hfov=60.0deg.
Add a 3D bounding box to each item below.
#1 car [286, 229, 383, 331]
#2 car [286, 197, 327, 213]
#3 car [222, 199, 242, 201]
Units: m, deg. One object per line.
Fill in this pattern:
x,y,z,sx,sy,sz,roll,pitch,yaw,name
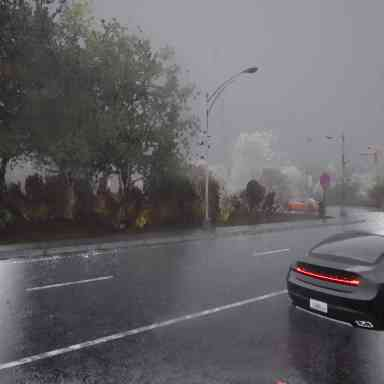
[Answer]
3.923,1.505,6.537,4.892,1.490,1.837,0,0,-35,car
12.594,1.352,36.887,2.097,1.767,4.553,0,0,-32,car
6.183,1.493,47.062,1.837,1.490,4.892,0,1,-32,car
